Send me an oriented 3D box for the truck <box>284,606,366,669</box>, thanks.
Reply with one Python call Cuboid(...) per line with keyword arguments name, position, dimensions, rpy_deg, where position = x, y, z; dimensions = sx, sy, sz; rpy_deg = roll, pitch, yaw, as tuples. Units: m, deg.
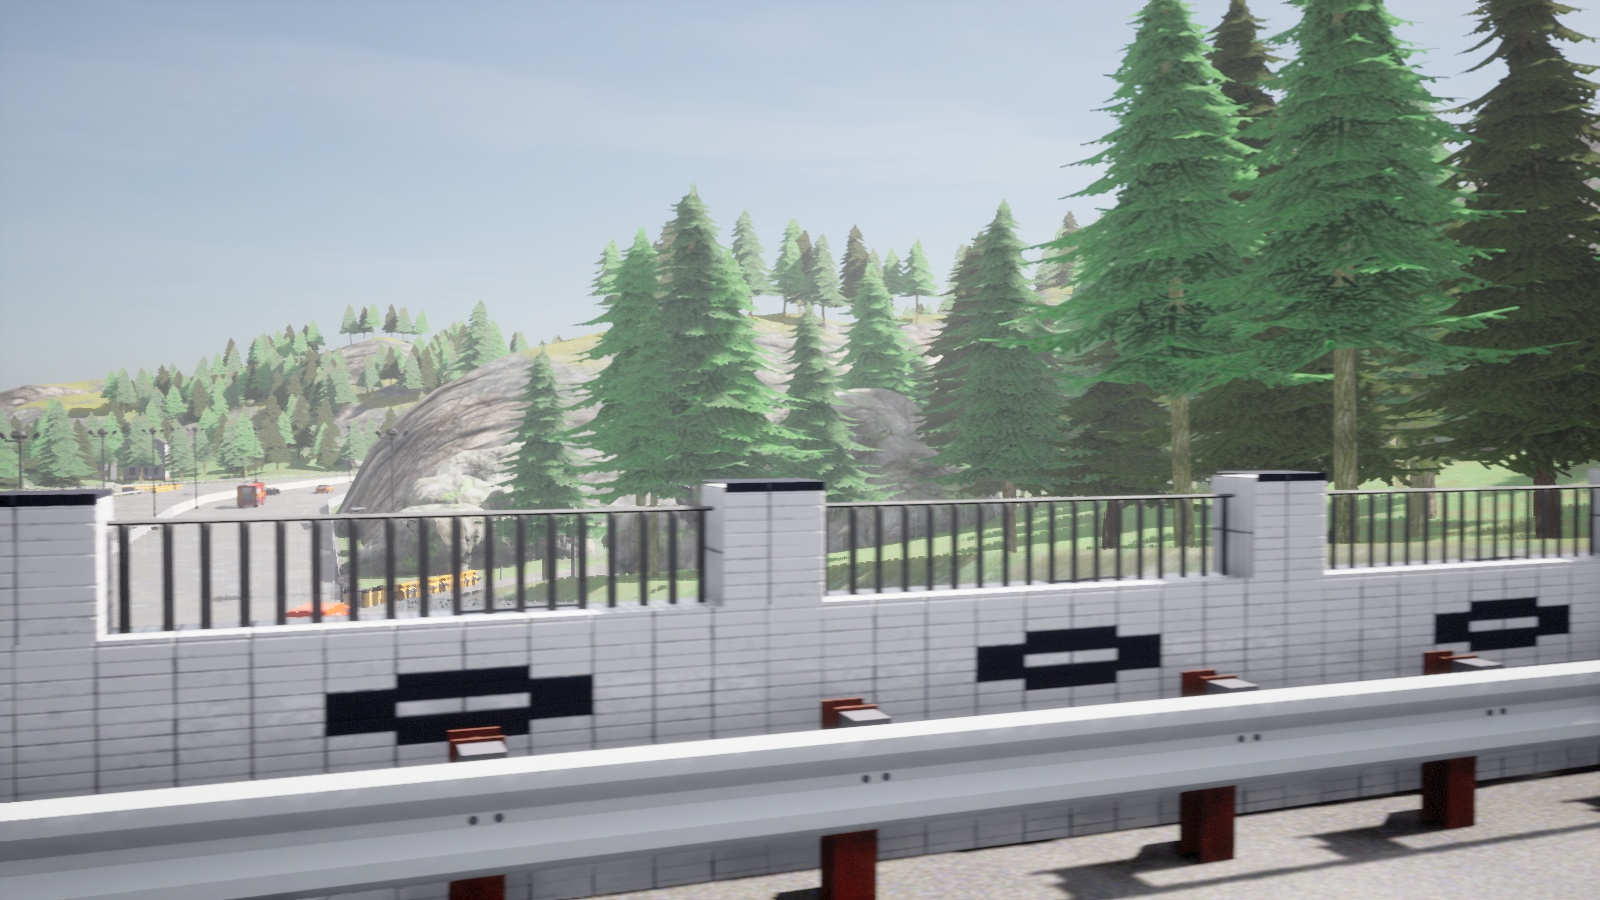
Cuboid(name="truck", position=(-25.784, 10.159, 68.378), dimensions=(2.627, 2.467, 5.204), rpy_deg=(-2, 1, -2))
